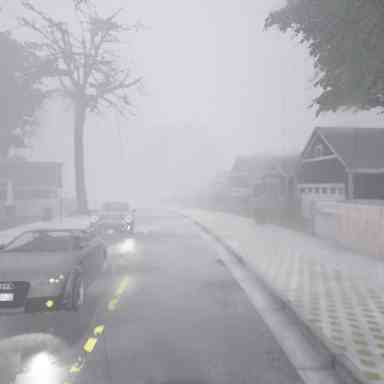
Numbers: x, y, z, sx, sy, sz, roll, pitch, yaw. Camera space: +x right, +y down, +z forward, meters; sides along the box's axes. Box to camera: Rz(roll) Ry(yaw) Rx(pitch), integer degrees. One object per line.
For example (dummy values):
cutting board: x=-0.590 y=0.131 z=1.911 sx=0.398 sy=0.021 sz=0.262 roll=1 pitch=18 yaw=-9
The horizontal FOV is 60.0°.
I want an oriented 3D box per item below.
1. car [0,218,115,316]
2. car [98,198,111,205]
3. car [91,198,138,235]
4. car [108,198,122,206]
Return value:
car: x=-3.183 y=1.523 z=7.434 sx=1.994 sy=1.385 sz=4.181 roll=0 pitch=0 yaw=-3
car: x=-22.015 y=2.428 z=83.957 sx=2.097 sy=1.767 sz=4.553 roll=-1 pitch=-2 yaw=-29
car: x=-4.032 y=1.260 z=17.675 sx=2.097 sy=1.767 sz=4.553 roll=0 pitch=0 yaw=-7
car: x=-17.401 y=2.235 z=74.941 sx=1.882 sy=1.535 sz=5.008 roll=-1 pitch=-1 yaw=-26
